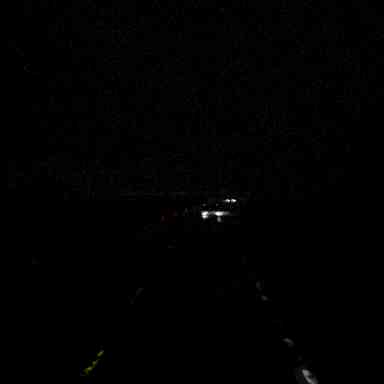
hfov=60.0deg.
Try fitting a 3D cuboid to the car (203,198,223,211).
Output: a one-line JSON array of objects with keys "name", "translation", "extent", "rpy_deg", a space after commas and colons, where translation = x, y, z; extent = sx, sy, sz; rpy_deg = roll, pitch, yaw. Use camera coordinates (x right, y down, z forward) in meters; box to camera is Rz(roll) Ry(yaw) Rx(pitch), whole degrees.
[{"name": "car", "translation": [2.527, 1.393, 39.038], "extent": [1.882, 1.535, 5.008], "rpy_deg": [0, 0, 10]}]

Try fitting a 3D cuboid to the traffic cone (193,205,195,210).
[{"name": "traffic cone", "translation": [0.268, 1.862, 39.903], "extent": [0.340, 0.580, 0.340], "rpy_deg": [0, 0, 10]}]

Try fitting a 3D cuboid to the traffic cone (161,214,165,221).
[{"name": "traffic cone", "translation": [-2.176, 1.901, 24.977], "extent": [0.340, 0.580, 0.340], "rpy_deg": [0, 0, 7]}]

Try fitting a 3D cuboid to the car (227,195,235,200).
[{"name": "car", "translation": [10.368, 1.367, 88.258], "extent": [1.895, 1.301, 4.718], "rpy_deg": [0, 0, 4]}]
